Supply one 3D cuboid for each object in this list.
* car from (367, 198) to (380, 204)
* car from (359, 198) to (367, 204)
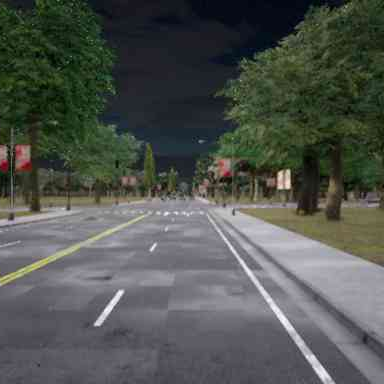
[{"bbox_3d":[44.699,2.107,79.063,5.008,1.535,1.882,0,-1,-23],"label":"car"},{"bbox_3d":[43.431,2.190,82.055,4.902,1.511,2.128,0,-1,-23],"label":"car"}]
